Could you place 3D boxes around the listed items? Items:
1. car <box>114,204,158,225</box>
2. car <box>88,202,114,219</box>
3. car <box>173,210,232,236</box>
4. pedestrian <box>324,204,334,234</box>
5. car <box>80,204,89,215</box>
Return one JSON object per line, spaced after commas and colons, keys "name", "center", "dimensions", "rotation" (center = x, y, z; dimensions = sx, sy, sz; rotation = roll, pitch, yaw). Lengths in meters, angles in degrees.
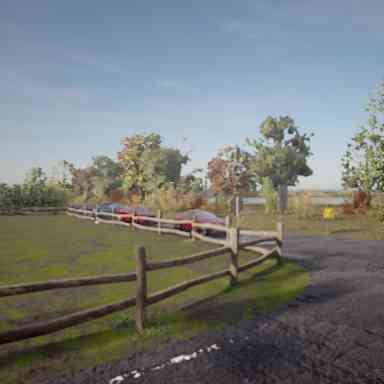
{"name": "car", "center": [-4.754, 1.971, 28.868], "dimensions": [1.882, 1.535, 5.008], "rotation": [0, -1, -34]}
{"name": "car", "center": [-9.704, 2.185, 36.690], "dimensions": [1.994, 1.385, 4.181], "rotation": [0, -1, -29]}
{"name": "car", "center": [0.520, 1.889, 21.180], "dimensions": [1.812, 1.442, 4.674], "rotation": [0, -1, -35]}
{"name": "pedestrian", "center": [8.333, 1.607, 20.422], "dimensions": [0.375, 1.860, 0.375], "rotation": [-1, 0, -35]}
{"name": "car", "center": [-14.209, 2.325, 45.649], "dimensions": [1.994, 1.385, 4.181], "rotation": [0, -1, -22]}
